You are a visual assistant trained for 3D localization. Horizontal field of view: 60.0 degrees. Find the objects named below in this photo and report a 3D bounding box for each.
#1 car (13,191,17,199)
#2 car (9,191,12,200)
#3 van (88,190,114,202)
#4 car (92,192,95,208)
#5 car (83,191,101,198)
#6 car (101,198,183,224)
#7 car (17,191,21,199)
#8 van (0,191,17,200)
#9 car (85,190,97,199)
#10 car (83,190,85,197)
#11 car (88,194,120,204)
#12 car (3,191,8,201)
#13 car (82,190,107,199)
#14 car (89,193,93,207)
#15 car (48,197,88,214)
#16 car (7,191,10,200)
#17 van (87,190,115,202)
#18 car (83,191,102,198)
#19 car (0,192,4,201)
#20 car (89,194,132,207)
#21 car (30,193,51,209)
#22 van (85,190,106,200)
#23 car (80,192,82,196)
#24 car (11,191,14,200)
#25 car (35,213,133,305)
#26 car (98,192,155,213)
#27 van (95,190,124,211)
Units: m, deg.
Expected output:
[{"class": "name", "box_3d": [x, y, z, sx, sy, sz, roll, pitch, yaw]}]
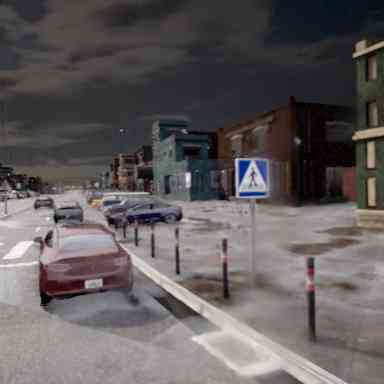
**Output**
[{"class": "car", "box_3d": [-43.403, 1.132, 75.824, 5.008, 1.535, 2.097, -1, 1, -19]}, {"class": "car", "box_3d": [-41.616, 1.191, 70.608, 4.792, 1.488, 2.163, -1, 1, -19]}, {"class": "van", "box_3d": [-16.450, 0.690, 60.101, 4.442, 1.987, 1.878, -1, 1, -19]}, {"class": "car", "box_3d": [-7.426, 1.083, 33.818, 4.553, 1.767, 2.185, -1, 1, -19]}, {"class": "car", "box_3d": [-27.510, 0.583, 91.564, 4.553, 1.767, 2.185, -1, 1, -19]}, {"class": "car", "box_3d": [-2.968, 1.346, 20.781, 4.792, 1.488, 2.163, -1, 1, -19]}, {"class": "car", "box_3d": [-44.333, 0.869, 78.417, 5.566, 2.045, 2.435, -1, 1, -19]}, {"class": "van", "box_3d": [-45.322, 0.885, 80.994, 4.442, 1.987, 1.878, -1, 1, -19]}, {"class": "car", "box_3d": [-10.161, 0.863, 41.692, 5.566, 2.045, 2.435, -1, 1, -19]}, {"class": "car", "box_3d": [-12.077, 0.802, 47.044, 5.566, 2.045, 2.435, -1, 1, -19]}, {"class": "car", "box_3d": [-13.828, 1.036, 52.189, 4.674, 1.452, 2.002, -1, 1, -19]}, {"class": "car", "box_3d": [-39.954, 1.194, 65.347, 5.366, 1.575, 1.946, -1, 1, -19]}, {"class": "car", "box_3d": [-22.958, 0.524, 78.433, 5.566, 2.045, 2.435, -1, 1, -19]}, {"class": "car", "box_3d": [-8.410, 1.176, 36.552, 5.008, 1.535, 2.097, -1, 1, -19]}, {"class": "car", "box_3d": [-8.879, 1.381, 23.959, 2.128, 1.511, 4.902, -1, 1, -20]}, {"class": "car", "box_3d": [-40.677, 1.178, 68.013, 4.892, 1.521, 2.231, -1, 1, -19]}, {"class": "van", "box_3d": [-15.761, 0.719, 57.401, 4.442, 1.987, 1.878, -1, 1, -19]}, {"class": "car", "box_3d": [-26.600, 0.595, 88.937, 4.553, 1.767, 2.185, -1, 1, -19]}, {"class": "car", "box_3d": [-38.870, 1.252, 62.804, 4.674, 1.452, 2.002, -1, 1, -19]}, {"class": "car", "box_3d": [-10.920, 1.078, 44.374, 5.366, 1.575, 1.946, -1, 1, -19]}, {"class": "car", "box_3d": [-17.826, 1.252, 40.218, 2.128, 1.511, 4.902, -1, 1, -19]}, {"class": "van", "box_3d": [-21.221, 0.587, 73.153, 4.442, 1.987, 1.878, -1, 1, -19]}, {"class": "car", "box_3d": [-20.229, 0.579, 70.558, 5.566, 2.045, 2.435, -1, 1, -19]}, {"class": "car", "box_3d": [-42.495, 1.186, 73.220, 4.674, 1.452, 2.002, -1, 1, -19]}, {"class": "car", "box_3d": [-2.761, 1.493, 8.136, 1.812, 1.442, 4.674, -1, 1, -25]}, {"class": "car", "box_3d": [-4.693, 1.160, 25.935, 4.553, 1.767, 2.185, -1, 1, -19]}, {"class": "van", "box_3d": [-5.787, 1.041, 28.633, 4.442, 1.987, 1.878, -1, 1, -19]}]
